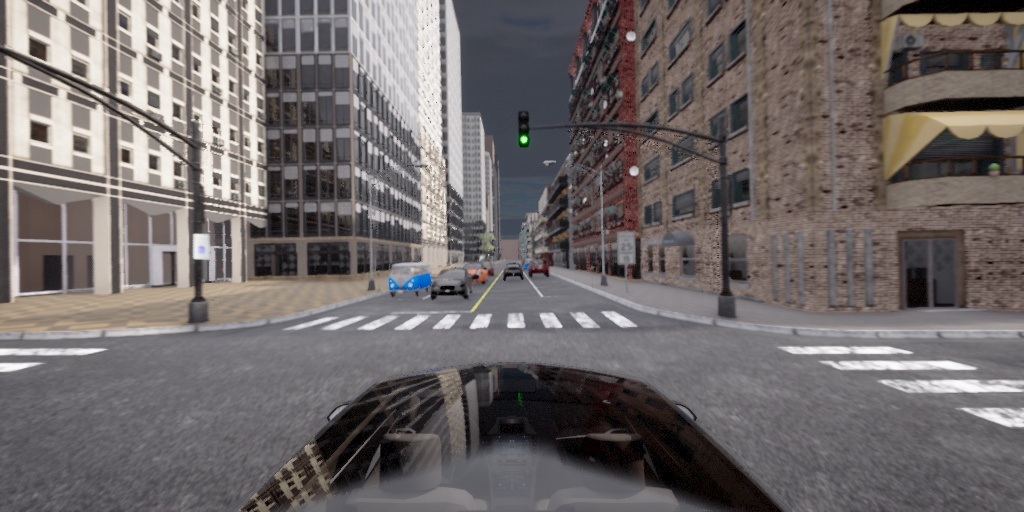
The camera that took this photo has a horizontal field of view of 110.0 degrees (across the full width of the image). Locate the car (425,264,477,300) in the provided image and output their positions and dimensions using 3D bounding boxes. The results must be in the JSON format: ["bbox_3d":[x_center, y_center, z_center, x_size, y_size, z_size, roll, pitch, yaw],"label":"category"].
[{"bbox_3d":[-3.116,1.395,19.212,1.837,1.490,4.892,-1,0,-2],"label":"car"}]

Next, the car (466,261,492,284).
[{"bbox_3d":[-3.070,1.303,28.935,2.097,1.767,4.553,-1,0,0],"label":"car"}]

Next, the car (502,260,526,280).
[{"bbox_3d":[0.124,1.424,34.433,1.837,1.490,4.892,-1,0,0],"label":"car"}]

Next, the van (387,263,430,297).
[{"bbox_3d":[-5.668,1.291,20.319,1.690,1.789,3.998,0,0,0],"label":"van"}]

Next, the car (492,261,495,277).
[{"bbox_3d":[-3.037,1.375,40.319,2.097,1.767,4.553,-1,0,0],"label":"car"}]

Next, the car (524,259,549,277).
[{"bbox_3d":[2.733,1.196,36.962,2.192,1.841,5.009,0,0,0],"label":"car"}]
